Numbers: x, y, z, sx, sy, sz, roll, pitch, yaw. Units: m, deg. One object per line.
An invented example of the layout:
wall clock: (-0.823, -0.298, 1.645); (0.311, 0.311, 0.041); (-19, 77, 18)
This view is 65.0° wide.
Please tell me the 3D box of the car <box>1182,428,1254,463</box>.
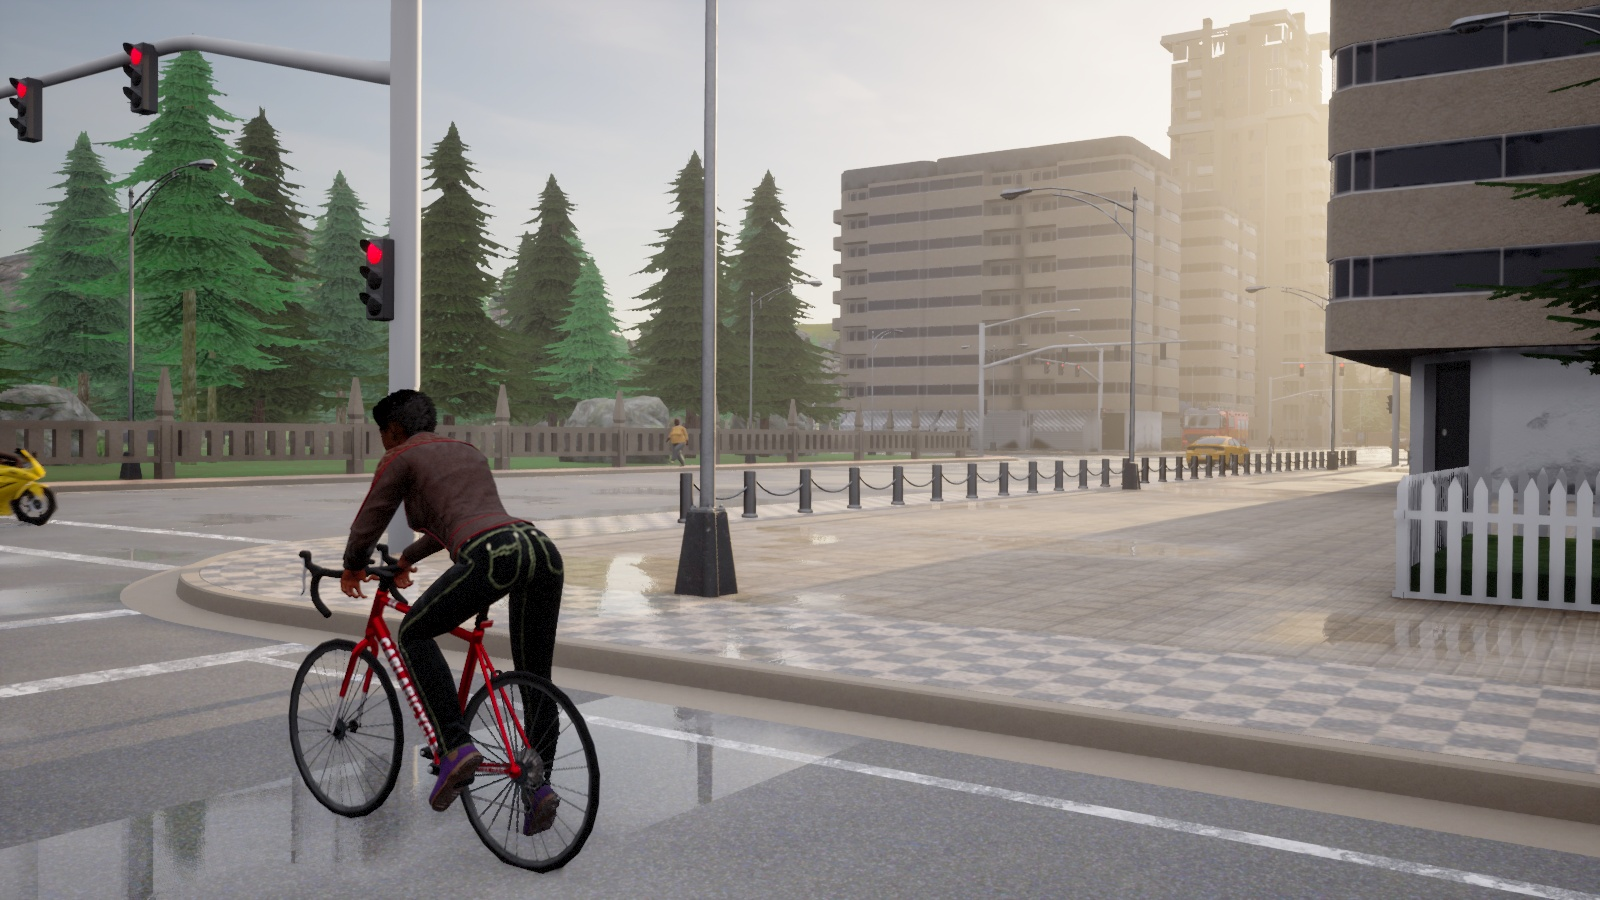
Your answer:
car: (19.315, -0.256, 57.875); (1.882, 1.535, 5.008); (0, 1, 34)

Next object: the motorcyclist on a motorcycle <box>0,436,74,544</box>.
motorcyclist on a motorcycle: (-11.642, 0.574, 17.923); (0.797, 1.523, 2.044); (-1, 0, 42)

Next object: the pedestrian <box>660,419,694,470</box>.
pedestrian: (-4.581, -0.208, 46.842); (0.874, 1.855, 0.900); (0, 1, 33)

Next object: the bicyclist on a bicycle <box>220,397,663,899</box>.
bicyclist on a bicycle: (-1.318, 0.634, 4.498); (1.656, 1.620, 0.582); (1, 1, 34)
